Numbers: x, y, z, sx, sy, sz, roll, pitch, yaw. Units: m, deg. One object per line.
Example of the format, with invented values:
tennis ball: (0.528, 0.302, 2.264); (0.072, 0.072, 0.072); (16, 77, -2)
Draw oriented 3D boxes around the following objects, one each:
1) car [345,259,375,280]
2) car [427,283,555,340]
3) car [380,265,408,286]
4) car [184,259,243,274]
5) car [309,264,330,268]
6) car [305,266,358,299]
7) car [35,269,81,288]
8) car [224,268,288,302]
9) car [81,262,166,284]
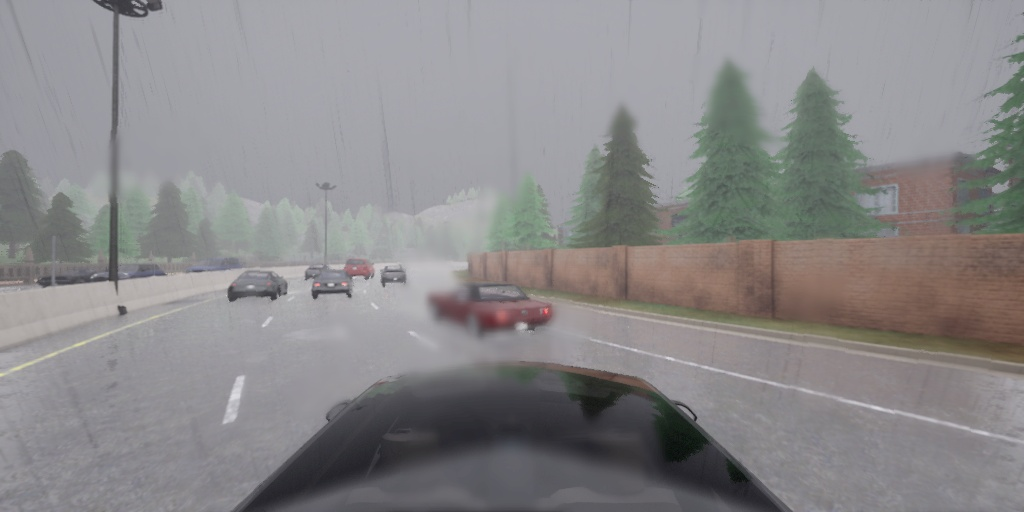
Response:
car: (-14.953, 1.278, 35.273); (2.150, 2.045, 5.566); (0, 0, -14)
car: (-0.907, 1.431, 10.478); (1.895, 1.301, 4.718); (0, -1, -32)
car: (-9.232, 1.483, 28.146); (2.128, 1.511, 4.902); (0, -1, -19)
car: (-24.603, 1.226, 29.835); (2.150, 2.045, 5.566); (0, -1, -15)
car: (-18.329, 1.540, 34.503); (2.128, 1.511, 4.902); (0, 0, -14)
car: (-9.657, 1.459, 19.529); (2.033, 1.411, 5.357); (0, -1, -23)
car: (-30.631, 1.562, 25.580); (1.895, 1.301, 4.718); (0, -1, -17)
car: (-12.861, 1.464, 18.375); (1.994, 1.385, 4.181); (0, -1, -25)
car: (-26.842, 1.310, 25.223); (2.097, 1.767, 4.553); (0, 0, -17)
